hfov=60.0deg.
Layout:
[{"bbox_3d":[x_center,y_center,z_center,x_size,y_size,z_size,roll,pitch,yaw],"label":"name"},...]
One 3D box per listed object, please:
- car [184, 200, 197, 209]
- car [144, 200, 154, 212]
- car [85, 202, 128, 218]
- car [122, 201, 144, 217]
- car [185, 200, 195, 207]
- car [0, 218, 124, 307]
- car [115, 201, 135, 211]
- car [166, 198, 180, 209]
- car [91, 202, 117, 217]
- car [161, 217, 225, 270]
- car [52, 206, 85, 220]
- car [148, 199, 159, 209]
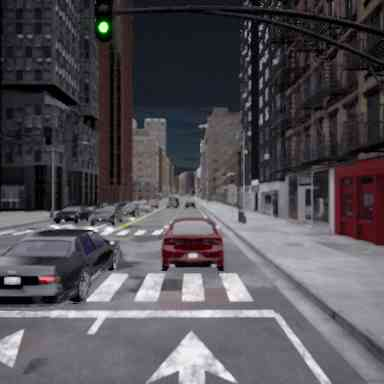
[{"bbox_3d":[-0.273,2.157,58.010,1.837,1.490,4.892,0,-1,0],"label":"car"},{"bbox_3d":[-6.886,2.127,46.362,1.895,1.301,4.718,0,-1,0],"label":"car"},{"bbox_3d":[-6.769,1.811,26.922,1.837,1.490,4.892,0,-1,0],"label":"car"},{"bbox_3d":[-6.829,1.918,36.335,1.837,1.490,4.892,0,-1,0],"label":"car"},{"bbox_3d":[-0.440,2.312,68.386,2.033,1.411,5.357,0,-1,0],"label":"car"},{"bbox_3d":[-3.197,1.643,8.404,2.033,1.411,5.357,0,-1,0],"label":"car"},{"bbox_3d":[-10.150,2.128,51.015,2.033,1.411,5.357,0,-1,0],"label":"car"},{"bbox_3d":[-3.531,2.268,59.134,1.895,1.301,4.718,0,-1,0],"label":"car"},{"bbox_3d":[-10.077,1.963,38.317,1.812,1.442,4.674,0,-1,-1],"label":"car"},{"bbox_3d":[0.019,1.606,11.577,1.882,1.535,5.008,0,0,0],"label":"car"},{"bbox_3d":[-10.030,1.873,28.477,2.033,1.411,5.357,0,-1,0],"label":"car"},{"bbox_3d":[-6.911,2.003,57.430,2.097,1.767,4.553,0,-1,0],"label":"car"}]
